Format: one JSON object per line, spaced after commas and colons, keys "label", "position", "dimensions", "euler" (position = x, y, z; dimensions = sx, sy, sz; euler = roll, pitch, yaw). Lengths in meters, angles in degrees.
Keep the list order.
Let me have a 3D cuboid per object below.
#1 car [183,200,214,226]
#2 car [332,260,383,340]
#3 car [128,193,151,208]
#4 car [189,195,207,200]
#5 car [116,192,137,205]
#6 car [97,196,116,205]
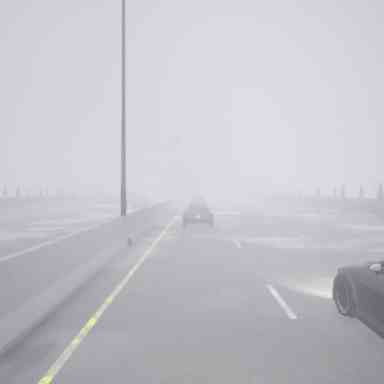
{"label": "car", "position": [0.407, 1.466, 22.359], "dimensions": [1.994, 1.385, 4.181], "euler": [0, 0, 1]}
{"label": "car", "position": [3.656, 1.545, 4.694], "dimensions": [1.994, 1.385, 4.181], "euler": [0, 0, 1]}
{"label": "car", "position": [-6.449, 1.298, 43.160], "dimensions": [2.128, 1.511, 4.902], "euler": [0, 0, 1]}
{"label": "car", "position": [0.688, 1.178, 39.980], "dimensions": [2.097, 1.767, 4.553], "euler": [0, 0, 1]}
{"label": "car", "position": [-9.782, 0.990, 51.860], "dimensions": [2.150, 2.045, 5.566], "euler": [0, 0, 1]}
{"label": "car", "position": [-13.267, 1.311, 52.395], "dimensions": [2.033, 1.411, 5.357], "euler": [0, 0, 2]}
